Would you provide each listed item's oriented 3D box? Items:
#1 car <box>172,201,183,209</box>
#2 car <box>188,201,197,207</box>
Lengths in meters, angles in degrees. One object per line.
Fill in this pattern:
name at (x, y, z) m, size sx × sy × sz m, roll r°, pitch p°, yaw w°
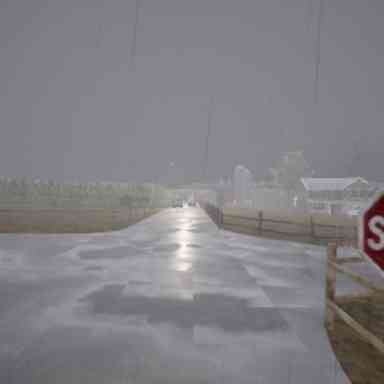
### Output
car at (-2.729, 2.426, 64.037) m, size 2.033 × 1.411 × 5.357 m, roll 0°, pitch -1°, yaw 0°
car at (0.023, 2.501, 70.259) m, size 2.033 × 1.411 × 5.357 m, roll 0°, pitch -1°, yaw 0°
